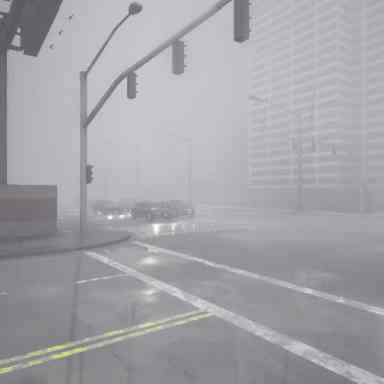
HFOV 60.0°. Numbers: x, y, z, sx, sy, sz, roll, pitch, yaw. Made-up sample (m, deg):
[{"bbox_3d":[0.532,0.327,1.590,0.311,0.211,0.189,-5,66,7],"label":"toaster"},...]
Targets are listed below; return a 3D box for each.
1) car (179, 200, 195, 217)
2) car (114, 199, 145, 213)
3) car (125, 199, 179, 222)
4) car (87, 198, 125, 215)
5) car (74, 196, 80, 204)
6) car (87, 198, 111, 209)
[{"bbox_3d":[-1.628,1.492,30.488,2.128,1.511,4.902,0,0,-35],"label":"car"},{"bbox_3d":[-7.341,1.526,38.588,1.812,1.442,4.674,0,0,-35],"label":"car"},{"bbox_3d":[-3.340,1.505,26.846,1.837,1.490,4.892,0,0,-35],"label":"car"},{"bbox_3d":[-8.918,1.547,34.743,2.033,1.411,5.357,0,0,-35],"label":"car"},{"bbox_3d":[-21.554,1.526,65.107,1.812,1.442,4.674,0,0,-35],"label":"car"},{"bbox_3d":[-13.162,1.601,46.843,1.895,1.301,4.718,0,0,-35],"label":"car"}]
